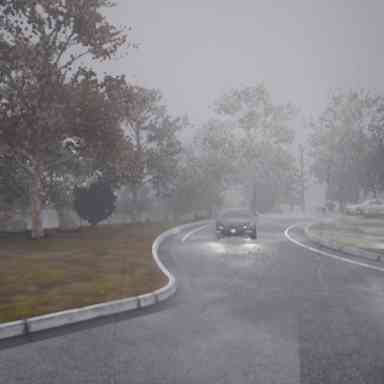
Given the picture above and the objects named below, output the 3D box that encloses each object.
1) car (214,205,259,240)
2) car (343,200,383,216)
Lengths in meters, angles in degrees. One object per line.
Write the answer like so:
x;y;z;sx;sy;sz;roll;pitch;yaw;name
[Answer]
2.319;1.464;17.021;1.837;1.490;4.892;-2;0;12;car
16.198;1.420;30.226;4.674;1.442;1.812;0;0;-5;car
